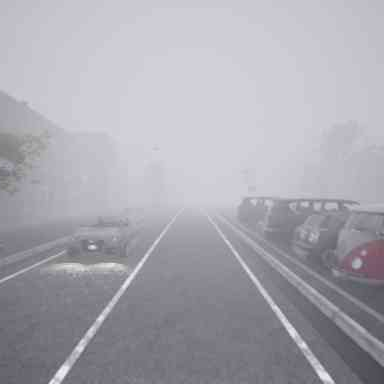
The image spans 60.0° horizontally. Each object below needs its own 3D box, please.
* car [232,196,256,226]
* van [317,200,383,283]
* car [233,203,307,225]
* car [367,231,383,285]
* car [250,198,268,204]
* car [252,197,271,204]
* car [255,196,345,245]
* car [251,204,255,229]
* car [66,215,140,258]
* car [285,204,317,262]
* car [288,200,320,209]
[{"bbox_3d":[5.628,1.312,21.598,5.566,2.045,2.435,0,0,0],"label":"car"},{"bbox_3d":[5.482,1.266,7.582,4.442,1.987,1.878,0,0,0],"label":"van"},{"bbox_3d":[5.596,1.589,24.396,4.892,1.521,2.231,0,-1,0],"label":"car"},{"bbox_3d":[5.594,1.484,4.777,4.892,1.521,2.231,0,0,0],"label":"car"},{"bbox_3d":[18.701,2.488,92.833,4.674,1.452,2.002,0,-1,0],"label":"car"},{"bbox_3d":[18.771,2.280,89.665,4.553,1.767,2.185,0,-1,0],"label":"car"},{"bbox_3d":[5.625,1.261,13.187,5.566,2.045,2.435,0,0,0],"label":"car"},{"bbox_3d":[5.603,1.526,15.992,4.892,1.521,2.231,0,0,0],"label":"car"},{"bbox_3d":[-3.248,1.608,12.826,1.994,1.385,4.181,0,0,0],"label":"car"},{"bbox_3d":[5.565,1.375,10.386,4.553,1.767,2.185,0,0,0],"label":"car"},{"bbox_3d":[18.708,2.012,55.632,4.674,1.452,2.002,0,-1,0],"label":"car"}]
